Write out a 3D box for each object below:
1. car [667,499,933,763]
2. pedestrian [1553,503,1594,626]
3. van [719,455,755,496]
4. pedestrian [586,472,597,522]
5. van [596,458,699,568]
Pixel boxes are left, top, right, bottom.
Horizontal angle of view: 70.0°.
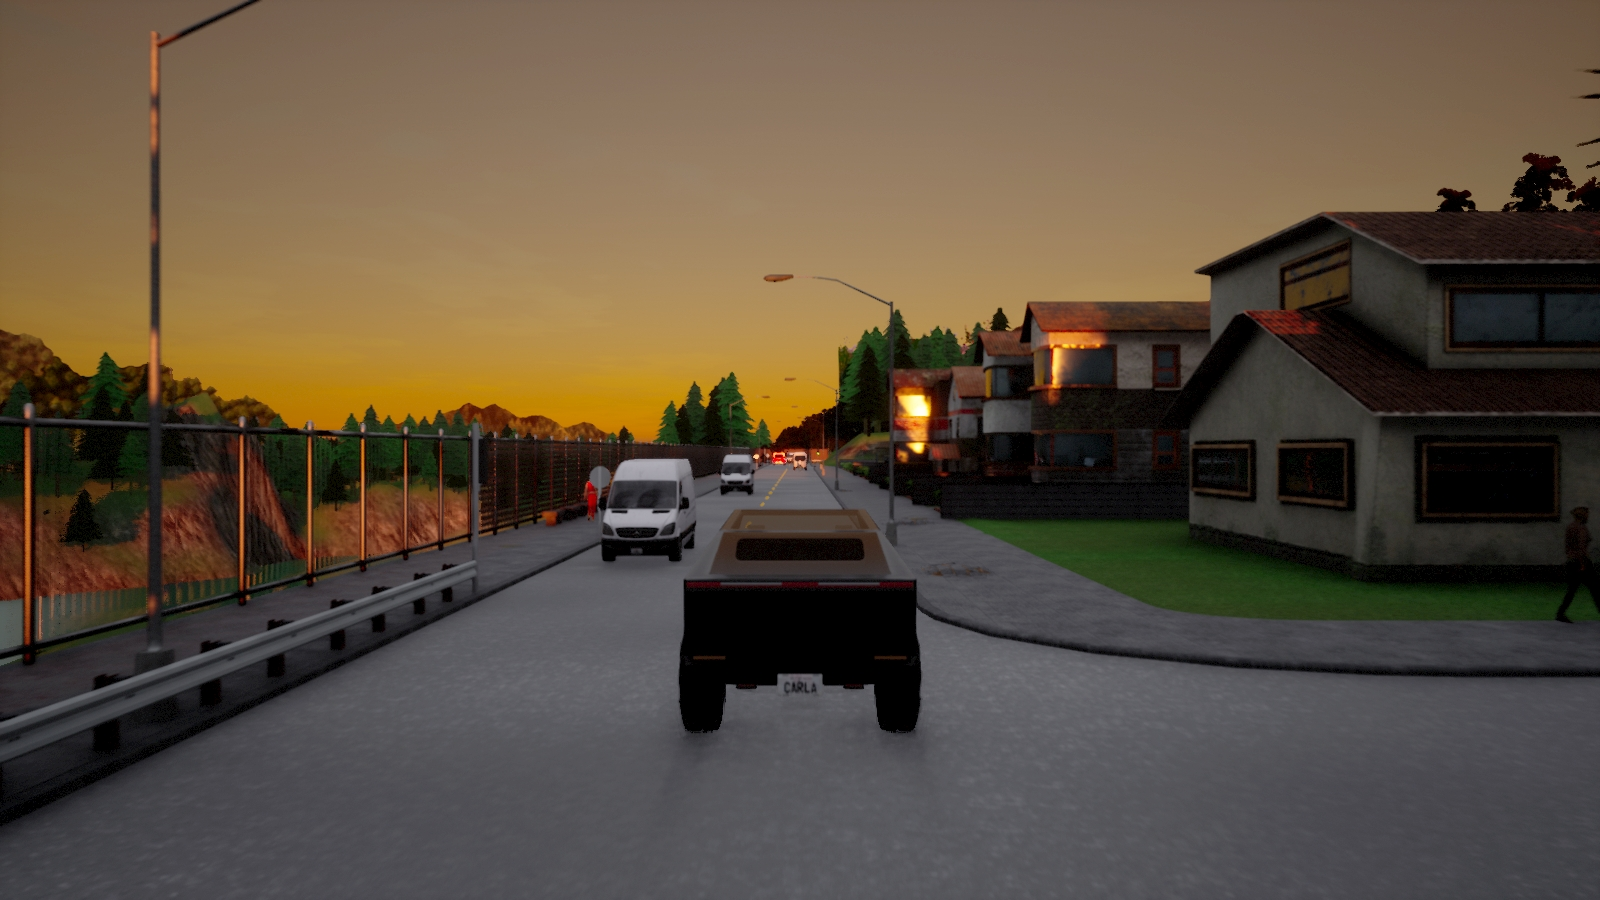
[{"bbox_3d":[0.000,1.763,13.381,2.390,2.098,6.274,0,0,0],"label":"car"},{"bbox_3d":[11.870,1.748,17.539,0.375,1.860,0.375,0,0,0],"label":"pedestrian"},{"bbox_3d":[-3.995,1.581,73.450,1.988,2.561,5.915,0,0,0],"label":"van"},{"bbox_3d":[-7.867,1.772,43.130,0.375,1.860,0.375,0,0,0],"label":"pedestrian"},{"bbox_3d":[-3.996,1.549,30.882,1.988,2.561,5.915,0,1,0],"label":"van"}]
